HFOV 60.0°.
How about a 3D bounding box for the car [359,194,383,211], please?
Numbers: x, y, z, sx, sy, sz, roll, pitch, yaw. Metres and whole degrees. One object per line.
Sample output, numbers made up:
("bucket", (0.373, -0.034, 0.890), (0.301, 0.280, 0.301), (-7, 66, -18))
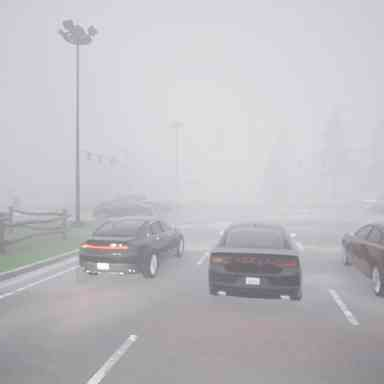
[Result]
("car", (21.502, 1.221, 36.514), (5.566, 2.045, 2.150), (0, 0, 8))

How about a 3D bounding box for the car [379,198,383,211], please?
("car", (19.782, 1.525, 29.676), (4.674, 1.442, 1.812), (0, 0, 8))

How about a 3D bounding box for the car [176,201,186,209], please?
("car", (-3.491, 1.477, 37.822), (5.008, 1.535, 1.882), (0, 0, -1))

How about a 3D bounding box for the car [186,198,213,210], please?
("car", (0.144, 1.477, 41.381), (5.008, 1.535, 1.882), (0, 0, 0))

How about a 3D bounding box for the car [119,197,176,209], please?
("car", (-4.155, 1.506, 30.798), (4.892, 1.490, 1.837), (1, 0, -2))

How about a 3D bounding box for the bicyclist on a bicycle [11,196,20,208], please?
("bicyclist on a bicycle", (-22.891, 1.302, 43.680), (0.582, 1.620, 1.656), (0, 0, -9))

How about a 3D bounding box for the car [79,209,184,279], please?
("car", (-1.574, 1.505, 10.214), (1.837, 1.490, 4.892), (0, 0, 13))

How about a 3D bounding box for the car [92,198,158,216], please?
("car", (-5.572, 1.477, 27.260), (5.008, 1.535, 1.882), (0, 0, -2))

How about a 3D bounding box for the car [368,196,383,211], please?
("car", (20.739, 1.477, 33.079), (5.008, 1.535, 1.882), (0, 0, 8))

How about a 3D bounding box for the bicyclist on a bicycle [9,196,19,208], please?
("bicyclist on a bicycle", (-23.331, 1.302, 43.613), (0.582, 1.620, 1.656), (0, 0, -9))

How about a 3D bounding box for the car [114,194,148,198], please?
("car", (-6.986, 1.223, 34.218), (5.566, 2.045, 2.150), (0, 0, -3))

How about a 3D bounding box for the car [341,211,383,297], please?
("car", (5.195, 1.478, 8.387), (1.882, 1.535, 5.008), (0, 0, 12))

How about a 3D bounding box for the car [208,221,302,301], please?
("car", (1.639, 1.478, 8.504), (1.882, 1.535, 5.008), (0, 0, 12))
